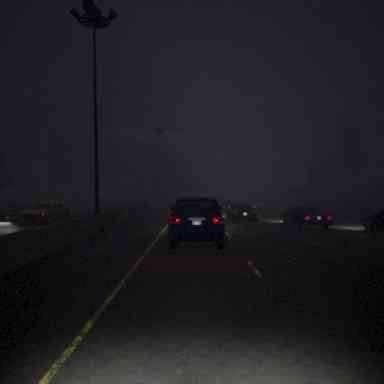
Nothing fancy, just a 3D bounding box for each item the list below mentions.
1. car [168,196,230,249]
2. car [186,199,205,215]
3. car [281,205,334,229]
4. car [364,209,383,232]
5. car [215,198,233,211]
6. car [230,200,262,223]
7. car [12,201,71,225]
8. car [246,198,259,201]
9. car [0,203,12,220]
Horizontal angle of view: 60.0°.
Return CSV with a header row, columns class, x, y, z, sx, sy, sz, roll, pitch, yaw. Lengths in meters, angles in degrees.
class,x,y,z,sx,sy,sz,roll,pitch,yaw
car,0.188,1.192,14.477,2.150,2.045,5.566,0,0,0
car,0.315,1.490,34.058,1.812,1.442,4.674,0,0,0
car,7.233,1.522,21.392,2.033,1.411,5.357,0,0,0
car,10.704,1.483,17.010,1.837,1.490,4.892,0,0,0
car,3.860,1.490,40.960,1.812,1.442,4.674,0,0,0
car,3.759,1.534,25.477,1.994,1.385,4.181,0,0,0
car,-10.399,1.436,23.859,1.882,1.535,5.008,0,0,1
car,7.359,1.493,40.819,1.812,1.442,4.674,0,0,0
car,-13.870,1.520,25.793,1.994,1.385,4.181,0,0,1
